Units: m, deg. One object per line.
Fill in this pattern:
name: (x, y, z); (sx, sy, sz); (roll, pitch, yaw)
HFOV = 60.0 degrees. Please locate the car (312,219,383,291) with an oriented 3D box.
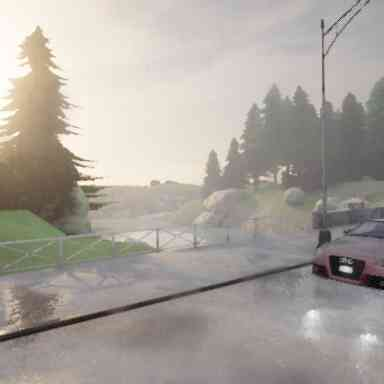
car: (4.802, 1.368, 8.032); (4.181, 1.385, 1.994); (-2, 1, -35)
